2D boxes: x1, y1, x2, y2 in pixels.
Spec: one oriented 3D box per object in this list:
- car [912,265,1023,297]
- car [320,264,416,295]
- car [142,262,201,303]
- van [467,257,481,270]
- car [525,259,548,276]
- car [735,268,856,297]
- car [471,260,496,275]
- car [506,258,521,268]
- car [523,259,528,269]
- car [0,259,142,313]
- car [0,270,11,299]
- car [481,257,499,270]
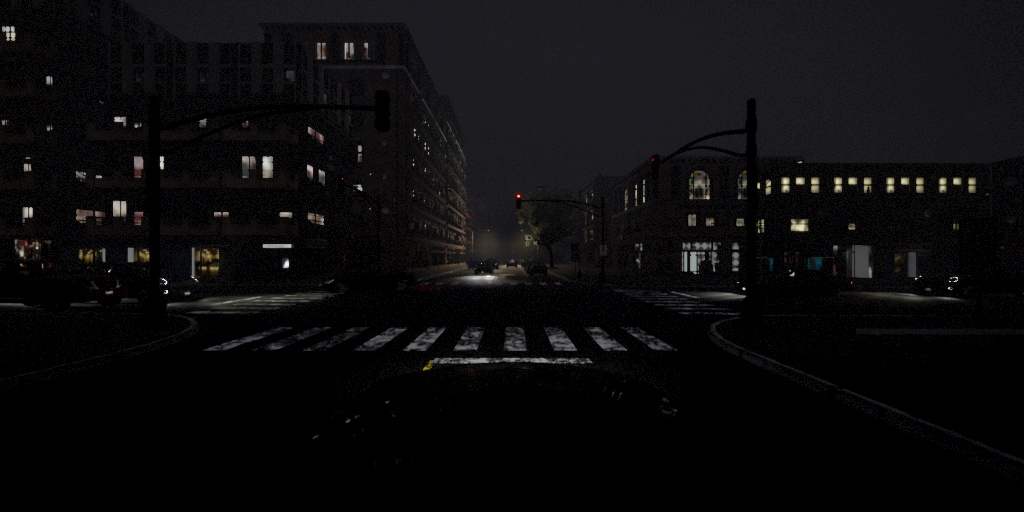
[{"bbox_3d":[24.524,1.219,19.206,4.553,1.767,2.097,0,0,0],"label":"car"},{"bbox_3d":[-7.921,1.226,20.088,5.008,1.535,1.882,0,1,-35],"label":"car"},{"bbox_3d":[-16.526,1.053,15.739,4.553,1.767,2.097,0,0,-1],"label":"car"},{"bbox_3d":[-5.688,1.149,53.933,1.690,1.789,3.998,0,0,0],"label":"van"},{"bbox_3d":[2.692,1.330,36.841,2.007,1.370,4.403,0,0,0],"label":"car"},{"bbox_3d":[15.025,1.372,19.140,5.357,1.411,2.033,0,0,0],"label":"car"},{"bbox_3d":[-3.098,1.385,39.755,1.895,1.301,4.718,0,0,0],"label":"car"},{"bbox_3d":[0.003,1.319,63.198,2.128,1.511,4.902,0,0,0],"label":"car"},{"bbox_3d":[2.693,1.228,42.538,1.967,1.591,4.097,0,0,0],"label":"car"},{"bbox_3d":[-17.276,1.013,13.123,5.009,1.841,2.192,0,0,0],"label":"car"},{"bbox_3d":[-25.582,1.274,15.653,4.718,1.301,1.895,0,0,0],"label":"car"},{"bbox_3d":[-3.087,1.159,53.813,2.097,1.767,4.553,0,0,0],"label":"car"}]
